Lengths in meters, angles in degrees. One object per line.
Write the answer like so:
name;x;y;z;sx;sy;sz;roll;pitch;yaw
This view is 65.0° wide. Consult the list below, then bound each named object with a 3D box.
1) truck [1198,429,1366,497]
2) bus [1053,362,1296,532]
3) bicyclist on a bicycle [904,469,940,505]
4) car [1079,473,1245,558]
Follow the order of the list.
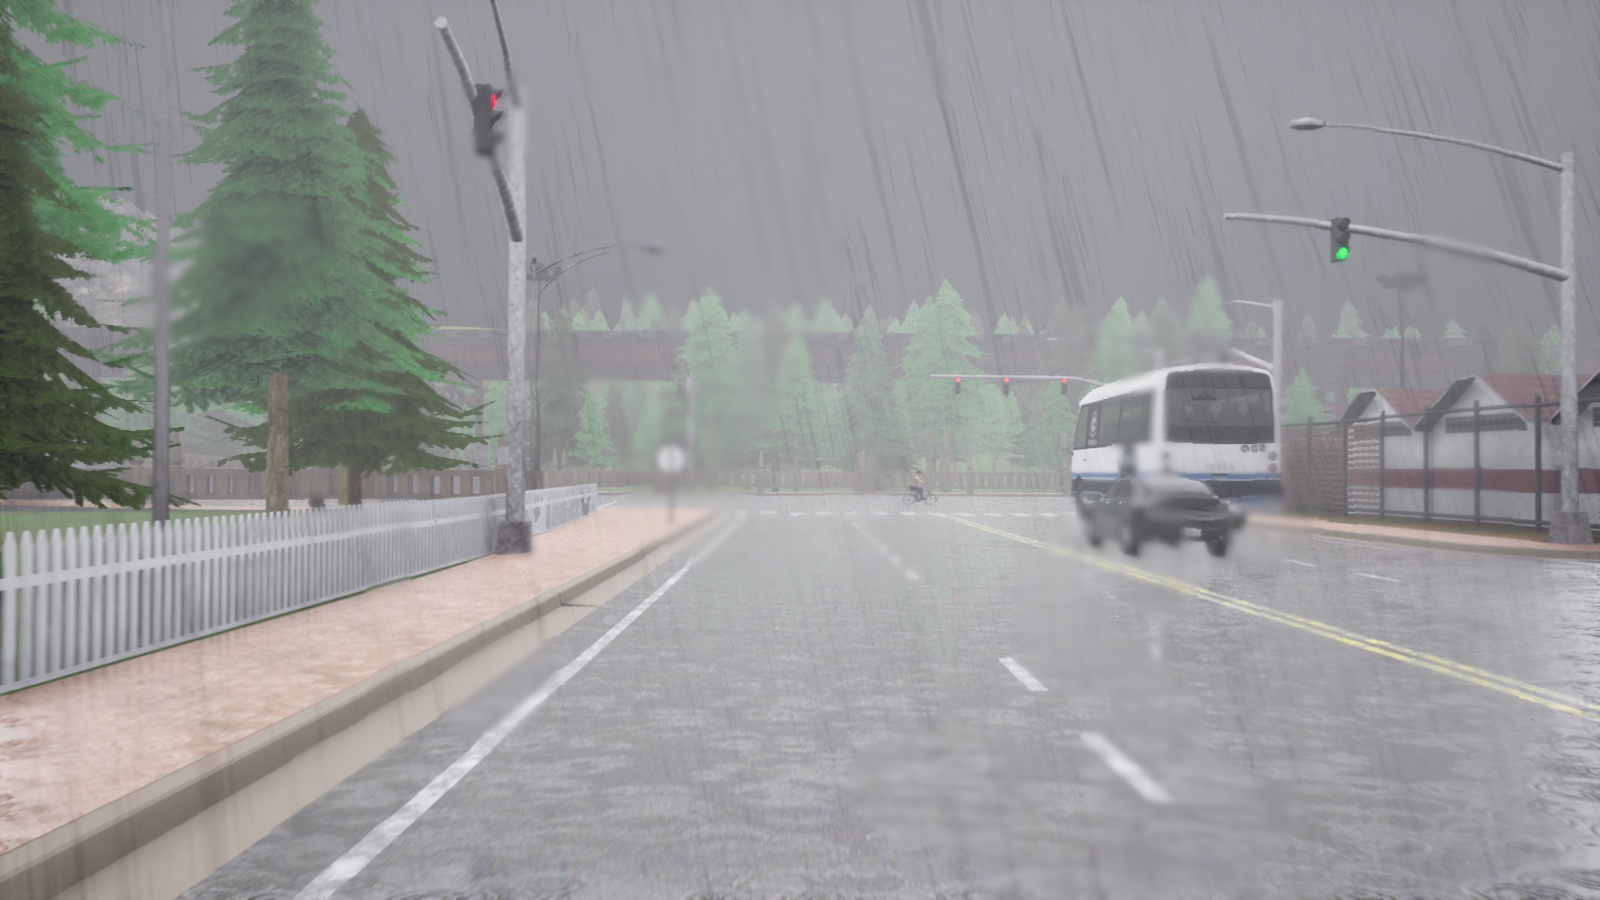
truck;27.527;0.744;71.958;8.468;3.827;2.891;0;-1;-2
bus;10.404;0.008;36.553;3.944;4.253;10.273;0;-1;0
bicyclist on a bicycle;5.542;1.686;57.192;1.509;1.612;0.866;0;-1;-2
car;6.940;1.205;24.652;1.837;1.490;4.892;0;-1;0
